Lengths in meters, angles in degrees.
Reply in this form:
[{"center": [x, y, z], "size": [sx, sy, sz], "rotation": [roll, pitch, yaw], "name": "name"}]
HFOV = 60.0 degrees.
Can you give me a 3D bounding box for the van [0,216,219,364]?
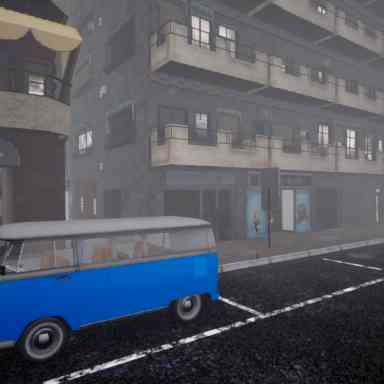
[{"center": [-1.416, 1.341, 5.557], "size": [3.998, 1.788, 1.690], "rotation": [0, 0, -35], "name": "van"}]
